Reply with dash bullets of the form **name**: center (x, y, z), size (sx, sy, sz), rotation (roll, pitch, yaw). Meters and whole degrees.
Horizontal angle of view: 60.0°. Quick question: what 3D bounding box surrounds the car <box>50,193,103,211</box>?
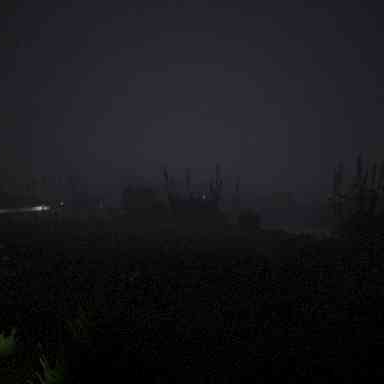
- **car**: center (-10.539, 0.961, 30.381), size (2.097, 1.767, 4.553), rotation (0, 3, 40)
